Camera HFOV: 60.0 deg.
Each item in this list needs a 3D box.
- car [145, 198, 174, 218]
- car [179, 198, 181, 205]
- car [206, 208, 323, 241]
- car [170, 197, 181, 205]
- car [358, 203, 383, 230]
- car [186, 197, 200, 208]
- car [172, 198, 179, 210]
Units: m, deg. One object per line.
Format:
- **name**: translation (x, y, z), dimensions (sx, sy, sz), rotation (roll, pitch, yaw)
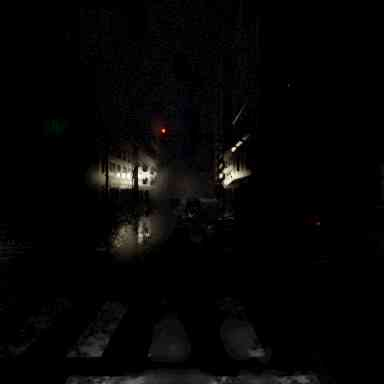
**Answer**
- **car**: translation (-3.060, 1.572, 30.594), dimensions (1.994, 1.385, 4.181), rotation (0, 0, 0)
- **car**: translation (-2.999, 1.596, 49.875), dimensions (1.994, 1.385, 4.181), rotation (0, 0, 0)
- **car**: translation (3.364, 1.509, 15.935), dimensions (5.357, 1.411, 2.033), rotation (-1, 0, 0)
- **car**: translation (-2.933, 1.651, 59.837), dimensions (1.895, 1.301, 4.718), rotation (0, 0, 0)
- **car**: translation (12.103, 1.125, 18.596), dimensions (5.009, 1.841, 2.192), rotation (-1, 1, 0)
- **car**: translation (0.149, 1.506, 47.575), dimensions (1.882, 1.535, 5.008), rotation (0, 0, 0)
- **car**: translation (-3.044, 1.566, 39.921), dimensions (2.033, 1.411, 5.357), rotation (0, 0, 1)
